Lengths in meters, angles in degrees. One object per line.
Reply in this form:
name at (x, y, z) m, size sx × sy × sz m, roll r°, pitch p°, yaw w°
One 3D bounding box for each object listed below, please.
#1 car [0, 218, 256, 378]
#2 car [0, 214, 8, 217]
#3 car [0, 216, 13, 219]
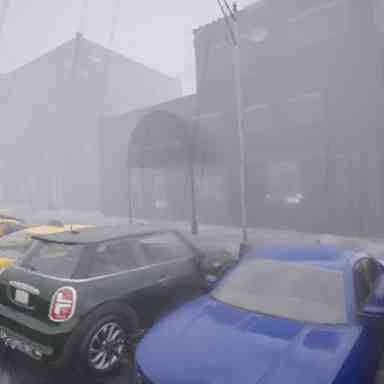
car at (-0.912, 1.355, 5.953) m, size 2.185 × 1.767 × 4.553 m, roll 1°, pitch 0°, yaw 36°
car at (-5.549, 1.412, 9.578) m, size 1.946 × 1.575 × 5.366 m, roll 1°, pitch 0°, yaw 36°
car at (-3.386, 1.447, 7.554) m, size 1.946 × 1.575 × 5.366 m, roll 1°, pitch 0°, yaw 36°
